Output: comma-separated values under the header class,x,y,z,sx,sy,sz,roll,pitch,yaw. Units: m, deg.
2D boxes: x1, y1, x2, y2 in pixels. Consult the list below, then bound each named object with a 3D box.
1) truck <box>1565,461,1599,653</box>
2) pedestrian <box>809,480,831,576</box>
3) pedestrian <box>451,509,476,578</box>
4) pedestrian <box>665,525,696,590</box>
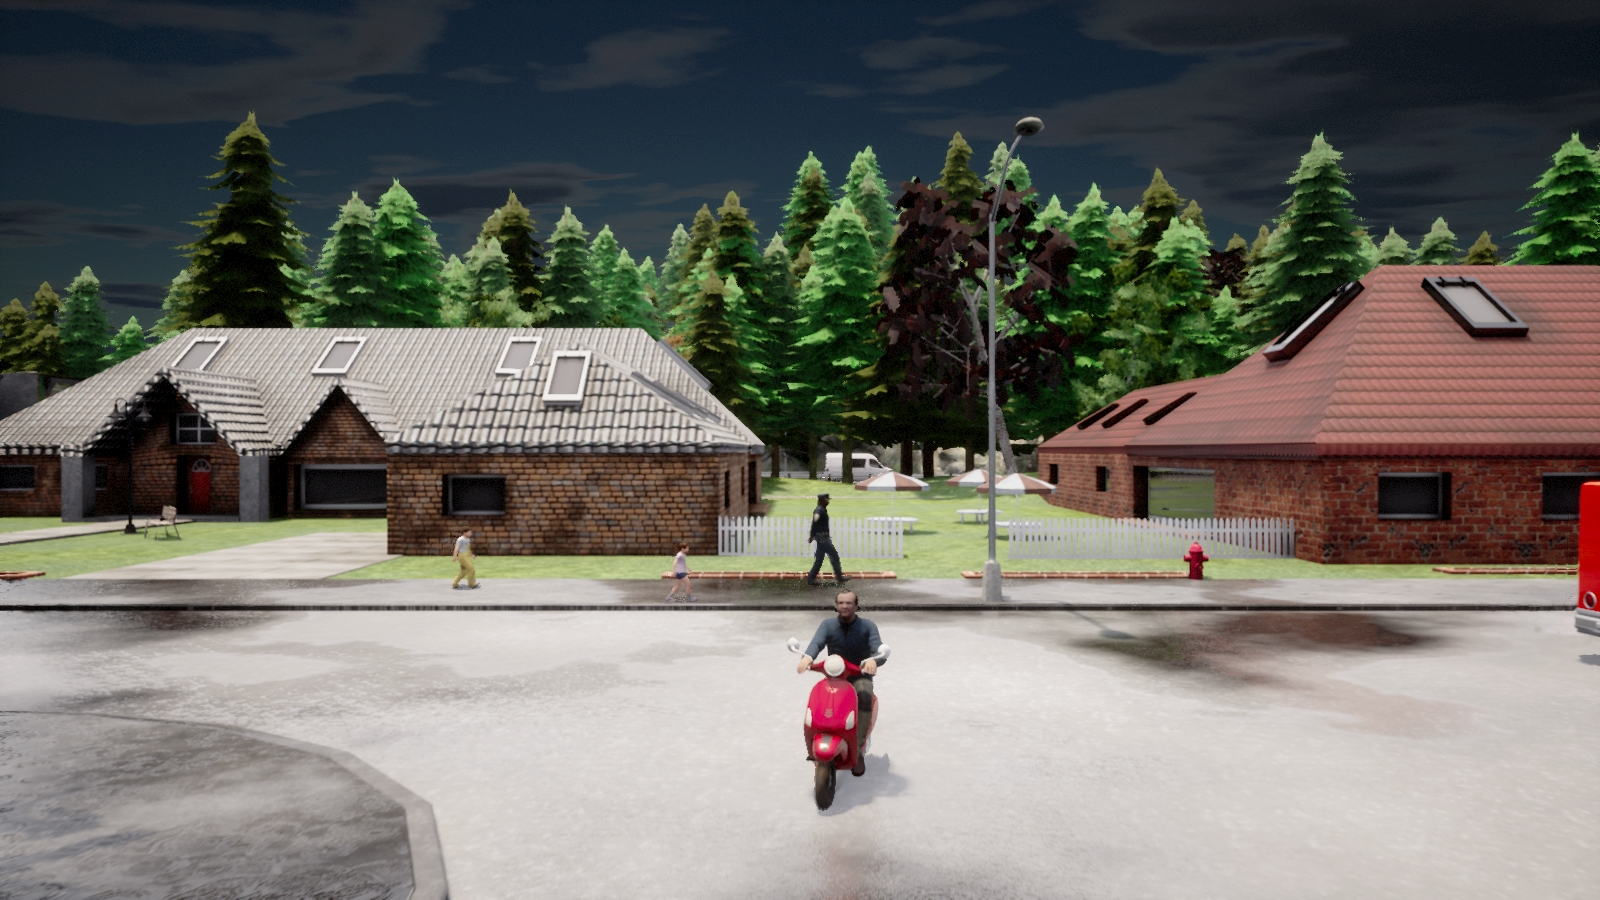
class,x,y,z,sx,sy,sz,roll,pitch,yaw
truck,12.911,1.358,14.074,5.204,2.467,2.627,-1,0,-1
pedestrian,0.394,1.524,22.483,0.375,1.860,0.375,0,0,10
pedestrian,-6.504,1.804,22.106,0.375,1.300,0.375,0,0,1
pedestrian,-2.117,1.904,20.272,0.500,1.100,0.500,0,0,-1
